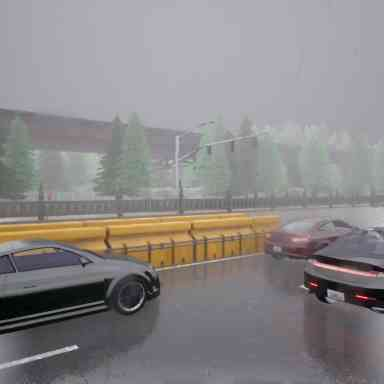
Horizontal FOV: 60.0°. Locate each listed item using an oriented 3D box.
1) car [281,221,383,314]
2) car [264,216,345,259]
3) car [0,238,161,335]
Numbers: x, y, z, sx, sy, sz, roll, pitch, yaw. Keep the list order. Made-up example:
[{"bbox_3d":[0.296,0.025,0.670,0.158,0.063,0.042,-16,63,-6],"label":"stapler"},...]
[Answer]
[{"bbox_3d":[4.360,1.492,6.902,4.902,1.511,2.128,0,0,-35],"label":"car"},{"bbox_3d":[4.422,1.526,11.234,4.674,1.442,1.812,0,0,-35],"label":"car"},{"bbox_3d":[-2.683,1.564,6.125,4.181,1.385,1.994,0,0,-36],"label":"car"}]
